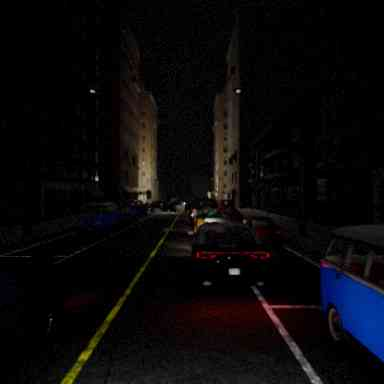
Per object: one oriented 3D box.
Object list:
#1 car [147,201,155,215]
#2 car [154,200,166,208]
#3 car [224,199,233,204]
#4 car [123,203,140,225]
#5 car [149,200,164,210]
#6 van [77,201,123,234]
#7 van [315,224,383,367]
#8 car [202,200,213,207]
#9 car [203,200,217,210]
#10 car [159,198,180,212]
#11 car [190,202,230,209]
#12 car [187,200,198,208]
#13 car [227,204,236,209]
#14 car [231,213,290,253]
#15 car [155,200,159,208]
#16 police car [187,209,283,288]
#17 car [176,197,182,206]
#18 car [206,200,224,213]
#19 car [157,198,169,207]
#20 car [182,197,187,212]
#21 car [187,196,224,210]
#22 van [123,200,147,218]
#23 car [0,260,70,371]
[{"bbox_3d":[-5.640,1.903,36.885,1.947,1.339,4.313,0,-1,0],"label":"car"},{"bbox_3d":[-5.622,2.126,58.890,1.802,1.307,4.206,0,-1,0],"label":"car"},{"bbox_3d":[2.880,1.601,31.379,2.192,1.841,5.009,0,-1,0],"label":"car"},{"bbox_3d":[-5.649,1.786,25.883,2.008,1.369,4.403,0,-1,0],"label":"car"},{"bbox_3d":[-5.626,2.058,53.389,1.947,1.339,4.313,0,-1,0],"label":"car"},{"bbox_3d":[-5.654,1.526,20.385,1.690,1.788,3.998,0,-1,0],"label":"van"},{"bbox_3d":[2.857,1.377,3.874,1.690,1.788,3.998,0,-1,0],"label":"van"},{"bbox_3d":[2.908,2.163,64.384,1.947,1.339,4.313,0,-1,0],"label":"car"},{"bbox_3d":[2.899,2.043,53.382,2.008,1.369,4.403,0,-1,0],"label":"car"},{"bbox_3d":[-3.060,1.963,45.325,2.033,1.411,5.357,0,-1,0],"label":"car"},{"bbox_3d":[0.915,1.635,19.742,1.801,1.575,5.366,0,-1,0],"label":"car"},{"bbox_3d":[0.049,2.118,59.891,1.994,1.385,4.181,0,-1,0],"label":"car"},{"bbox_3d":[2.877,1.818,25.875,1.802,1.307,4.206,0,-1,0],"label":"car"},{"bbox_3d":[2.867,1.717,14.874,1.802,1.307,4.206,0,-1,0],"label":"car"},{"bbox_3d":[-5.635,1.970,42.387,1.802,1.307,4.206,0,-1,0],"label":"car"},{"bbox_3d":[0.907,1.514,9.662,1.930,1.638,5.238,0,-1,0],"label":"police car"},{"bbox_3d":[-2.944,2.180,68.055,2.033,1.411,5.357,0,-1,0],"label":"car"},{"bbox_3d":[2.890,1.829,42.381,1.967,1.590,4.097,0,-1,0],"label":"car"},{"bbox_3d":[-5.618,2.037,64.392,1.967,1.590,4.097,0,-1,0],"label":"car"},{"bbox_3d":[0.049,1.776,46.145,2.097,1.767,4.553,0,-1,0],"label":"car"},{"bbox_3d":[0.920,1.457,25.584,2.150,2.045,5.566,0,-1,0],"label":"car"},{"bbox_3d":[-5.645,1.627,31.386,1.690,1.788,3.998,0,-1,0],"label":"van"},{"bbox_3d":[-3.097,1.582,3.688,2.033,1.411,5.357,0,-1,0],"label":"car"}]
